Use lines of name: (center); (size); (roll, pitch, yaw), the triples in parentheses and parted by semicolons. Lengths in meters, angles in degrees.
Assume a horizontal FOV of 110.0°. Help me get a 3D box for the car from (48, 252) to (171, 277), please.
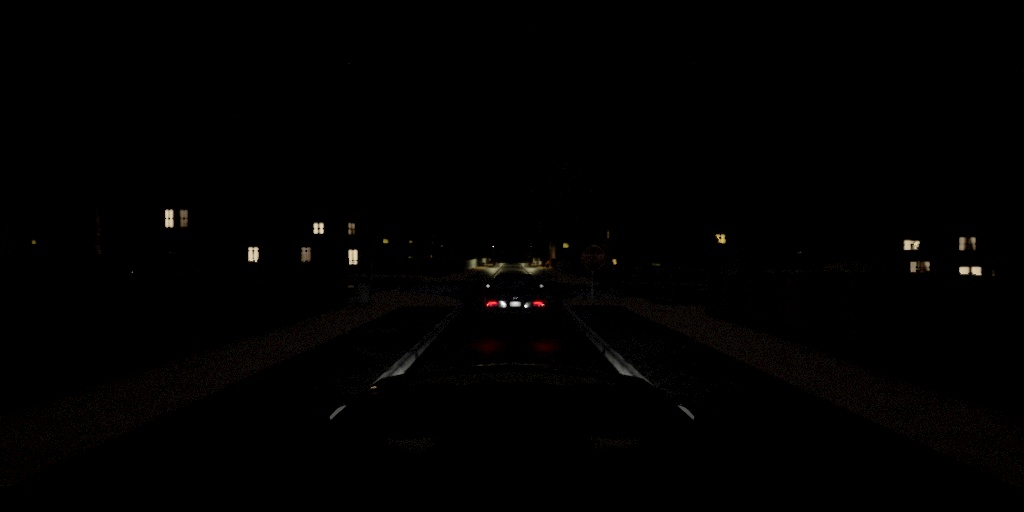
car: (-21.966, 0.700, 19.410); (4.892, 1.490, 1.837); (2, 1, 0)

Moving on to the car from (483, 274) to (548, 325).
car: (0.089, 1.288, 11.754); (2.033, 1.411, 5.357); (0, 0, 0)

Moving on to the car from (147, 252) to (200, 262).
car: (-22.197, 0.502, 22.363); (4.553, 1.767, 2.097); (2, 1, 0)
